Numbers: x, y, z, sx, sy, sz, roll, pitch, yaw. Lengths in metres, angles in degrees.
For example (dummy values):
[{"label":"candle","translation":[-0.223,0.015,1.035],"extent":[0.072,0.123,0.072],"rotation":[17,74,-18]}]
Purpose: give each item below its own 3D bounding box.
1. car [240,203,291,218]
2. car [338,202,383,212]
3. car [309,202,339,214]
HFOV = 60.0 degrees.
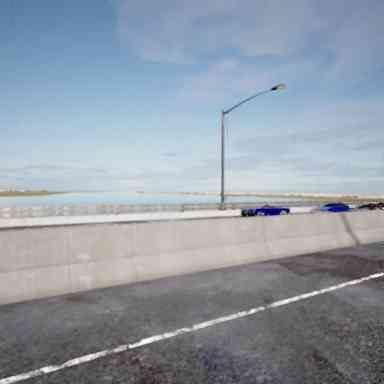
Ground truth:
[{"label":"car","translation":[6.490,1.642,29.392],"extent":[4.718,1.301,1.895],"rotation":[0,0,-35]},{"label":"car","translation":[13.857,1.564,25.983],"extent":[4.892,1.490,1.837],"rotation":[0,0,-35]},{"label":"car","translation":[12.244,1.583,29.124],"extent":[4.674,1.442,1.812],"rotation":[0,0,-35]}]
